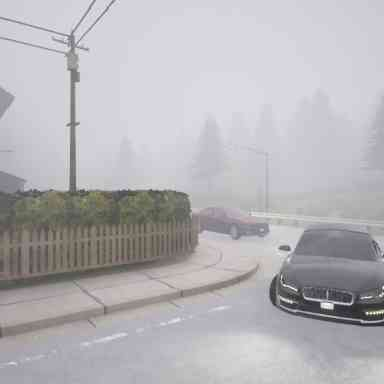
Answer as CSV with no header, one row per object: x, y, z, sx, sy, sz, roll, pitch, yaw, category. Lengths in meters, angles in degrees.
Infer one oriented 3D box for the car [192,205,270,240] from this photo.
1.870,1.478,17.440,1.882,1.535,5.008,0,0,-33,car

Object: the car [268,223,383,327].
3.168,1.505,7.304,1.837,1.490,4.892,0,0,27,car
